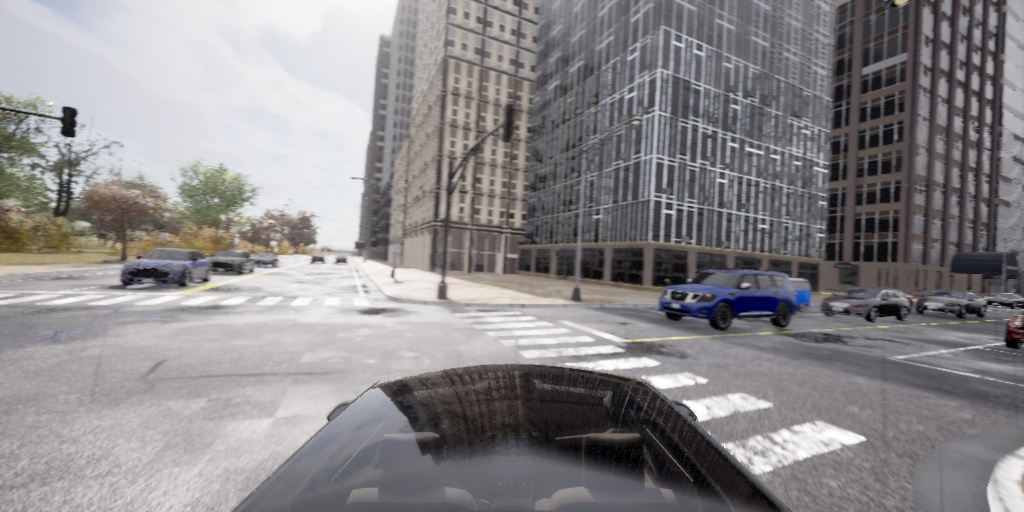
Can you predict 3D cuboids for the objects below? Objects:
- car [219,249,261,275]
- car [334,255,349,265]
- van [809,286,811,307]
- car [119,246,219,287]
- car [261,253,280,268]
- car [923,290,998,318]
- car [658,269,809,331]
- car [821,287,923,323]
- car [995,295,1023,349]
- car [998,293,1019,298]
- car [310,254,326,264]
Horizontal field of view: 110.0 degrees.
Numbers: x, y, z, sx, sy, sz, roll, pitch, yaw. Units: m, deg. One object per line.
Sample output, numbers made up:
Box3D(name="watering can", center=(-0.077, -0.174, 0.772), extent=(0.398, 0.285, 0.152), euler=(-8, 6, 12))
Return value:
Box3D(name="car", center=(-20.013, 0.326, 25.656), extent=(2.097, 1.767, 4.553), euler=(4, -1, -25))
Box3D(name="car", center=(-27.150, 0.617, 57.111), extent=(1.837, 1.490, 4.892), euler=(4, -1, -25))
Box3D(name="van", center=(13.840, 1.991, 18.944), extent=(3.998, 1.789, 1.690), euler=(0, 0, -24))
Box3D(name="car", center=(-15.925, 0.415, 16.805), extent=(2.097, 1.767, 4.553), euler=(4, -1, -26))
Box3D(name="car", center=(-24.911, 0.436, 36.364), extent=(1.994, 1.385, 4.181), euler=(4, -1, -24))
Box3D(name="car", center=(26.492, 2.850, 21.617), extent=(4.902, 1.511, 2.128), euler=(3, -1, -24))
Box3D(name="car", center=(8.134, 1.506, 13.403), extent=(5.566, 2.045, 2.150), euler=(3, -1, -24))
Box3D(name="car", center=(17.239, 2.309, 17.483), extent=(4.902, 1.511, 2.128), euler=(3, -1, -24))
Box3D(name="car", center=(17.342, 2.197, 11.064), extent=(4.097, 1.591, 1.967), euler=(0, 0, -24))
Box3D(name="car", center=(44.994, 4.039, 32.769), extent=(4.313, 1.339, 1.948), euler=(0, 0, -24))
Box3D(name="car", center=(-30.160, 0.389, 55.881), extent=(1.882, 1.535, 5.008), euler=(4, -1, -25))
